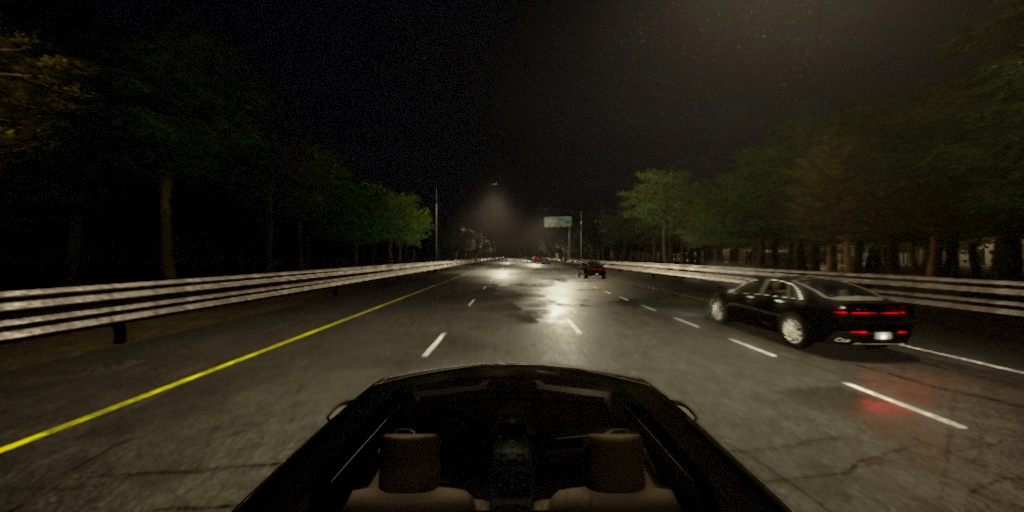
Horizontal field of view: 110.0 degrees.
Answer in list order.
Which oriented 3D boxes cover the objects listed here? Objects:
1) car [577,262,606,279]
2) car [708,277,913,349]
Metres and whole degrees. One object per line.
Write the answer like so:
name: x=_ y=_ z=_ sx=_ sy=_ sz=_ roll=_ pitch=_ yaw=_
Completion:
car: x=7.062 y=1.272 z=32.183 sx=1.837 sy=1.490 sz=4.892 roll=0 pitch=0 yaw=0
car: x=7.005 y=1.265 z=9.185 sx=1.837 sy=1.490 sz=4.892 roll=0 pitch=0 yaw=0
